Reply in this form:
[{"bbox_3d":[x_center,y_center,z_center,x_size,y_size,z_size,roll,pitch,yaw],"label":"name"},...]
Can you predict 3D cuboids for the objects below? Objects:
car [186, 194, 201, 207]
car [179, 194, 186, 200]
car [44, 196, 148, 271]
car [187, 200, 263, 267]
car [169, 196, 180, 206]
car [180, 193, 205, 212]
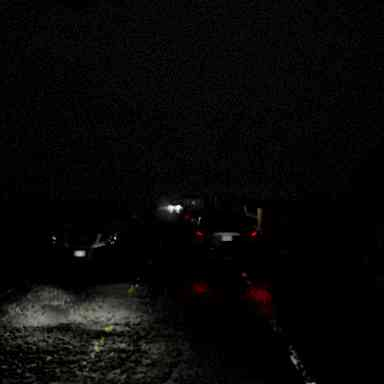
[{"bbox_3d":[0.180,1.237,49.085,2.097,1.767,4.553,0,0,0],"label":"car"},{"bbox_3d":[-2.442,1.335,85.950,1.837,1.490,4.892,0,0,0],"label":"car"},{"bbox_3d":[-2.812,1.190,11.130,2.150,2.045,5.566,0,0,0],"label":"car"},{"bbox_3d":[1.001,1.318,11.498,2.097,1.767,4.553,0,0,0],"label":"car"},{"bbox_3d":[-2.642,1.368,52.459,2.128,1.511,4.902,0,0,0],"label":"car"},{"bbox_3d":[0.187,1.128,36.580,2.150,2.045,5.566,0,0,1],"label":"car"}]
